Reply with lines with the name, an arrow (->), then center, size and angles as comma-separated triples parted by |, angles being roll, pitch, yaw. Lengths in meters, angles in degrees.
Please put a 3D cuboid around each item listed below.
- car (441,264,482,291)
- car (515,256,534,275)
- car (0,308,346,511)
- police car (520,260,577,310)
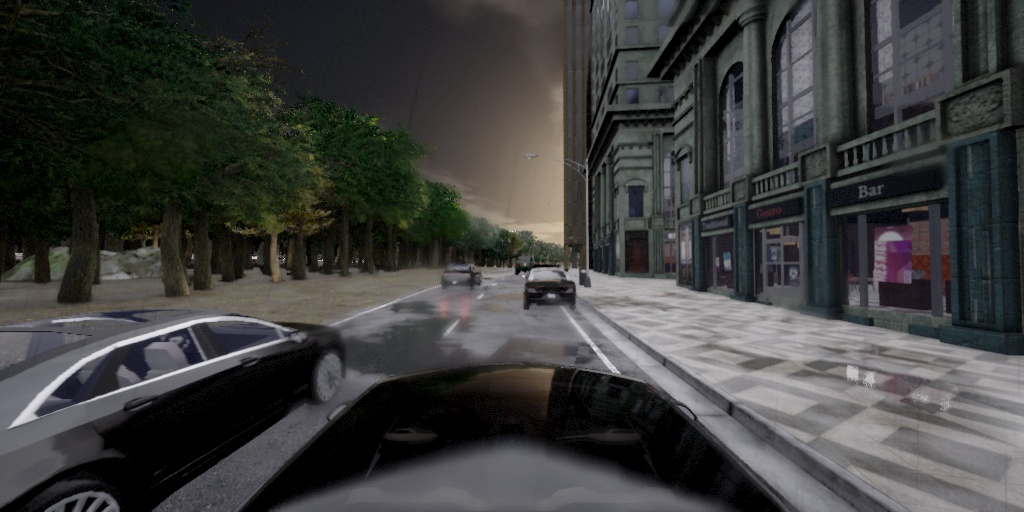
car -> -2.932, 1.201, 21.550 | 2.128, 1.511, 4.902 | 0, 0, 2
car -> 1.563, 1.008, 39.414 | 2.150, 2.045, 5.566 | 0, 0, 5
car -> -3.362, 1.242, 3.353 | 2.128, 1.511, 4.902 | 0, 0, 0
police car -> 1.419, 1.146, 14.674 | 1.930, 1.638, 5.238 | 0, 0, 2
